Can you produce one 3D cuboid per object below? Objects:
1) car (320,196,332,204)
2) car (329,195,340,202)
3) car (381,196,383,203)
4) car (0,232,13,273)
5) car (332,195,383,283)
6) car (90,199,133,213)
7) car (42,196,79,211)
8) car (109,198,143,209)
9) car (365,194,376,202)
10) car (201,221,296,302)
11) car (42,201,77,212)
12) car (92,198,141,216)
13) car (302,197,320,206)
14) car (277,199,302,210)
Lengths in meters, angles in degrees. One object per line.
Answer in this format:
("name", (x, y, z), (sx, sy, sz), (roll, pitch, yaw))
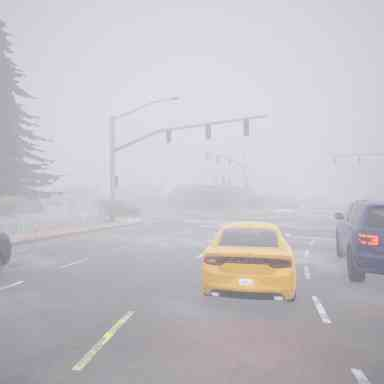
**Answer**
("car", (25.343, 1.541, 64.518), (2.033, 1.411, 5.357), (0, 0, 32))
("car", (33.153, 1.512, 77.258), (1.812, 1.442, 4.674), (0, 0, 32))
("car", (40.544, 1.540, 69.224), (2.033, 1.411, 5.357), (0, 0, 32))
("car", (-6.138, 1.491, 7.132), (2.128, 1.511, 4.902), (0, 0, 11))
("car", (5.462, 1.221, 9.478), (2.150, 2.045, 5.566), (0, 0, 19))
("car", (-9.289, 1.560, 38.163), (4.892, 1.490, 1.837), (0, 0, 32))
("car", (-17.011, 1.407, 42.979), (4.553, 1.767, 2.097), (0, 0, 32))
("car", (-9.311, 1.581, 46.613), (4.674, 1.442, 1.812), (0, 0, 32))
("car", (42.877, 1.355, 79.727), (2.097, 1.767, 4.553), (0, 0, 32))
("car", (1.498, 1.478, 8.449), (1.882, 1.535, 5.008), (0, 0, 12))
("car", (-15.074, 1.581, 37.643), (4.674, 1.442, 1.812), (0, 0, 32))
("car", (-7.227, 1.560, 32.745), (4.892, 1.490, 1.837), (0, 0, 34))
("car", (19.377, 1.526, 54.941), (1.812, 1.442, 4.674), (0, 0, 32))
("car", (12.750, 1.563, 44.160), (1.994, 1.385, 4.181), (0, 0, 32))
